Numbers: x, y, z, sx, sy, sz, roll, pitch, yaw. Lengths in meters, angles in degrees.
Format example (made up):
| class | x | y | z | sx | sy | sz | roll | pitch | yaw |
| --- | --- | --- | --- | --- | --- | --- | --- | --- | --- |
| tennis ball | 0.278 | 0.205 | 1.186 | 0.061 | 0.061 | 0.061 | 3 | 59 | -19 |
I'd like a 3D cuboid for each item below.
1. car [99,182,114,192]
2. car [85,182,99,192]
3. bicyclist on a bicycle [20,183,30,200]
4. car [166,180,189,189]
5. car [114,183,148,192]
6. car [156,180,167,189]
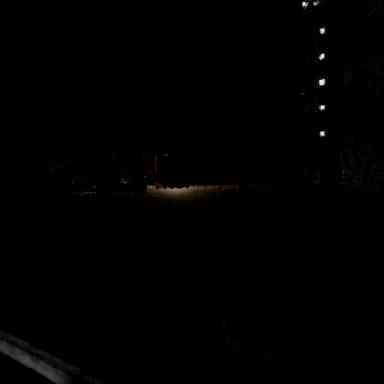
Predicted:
| class | x | y | z | sx | sy | sz | roll | pitch | yaw |
| --- | --- | --- | --- | --- | --- | --- | --- | --- | --- |
| car | -12.043 | -0.750 | 54.170 | 2.033 | 1.411 | 5.357 | 0 | 3 | 30 |
| car | -15.418 | -0.920 | 55.025 | 2.097 | 1.767 | 4.553 | 0 | 3 | 31 |
| bicyclist on a bicycle | -16.366 | -0.021 | 32.601 | 1.656 | 1.620 | 0.582 | 0 | 2 | 33 |
| car | -2.419 | -1.307 | 64.672 | 1.895 | 1.301 | 4.718 | 0 | 3 | 28 |
| car | -9.248 | -0.732 | 52.511 | 2.033 | 1.411 | 5.357 | 0 | 3 | 30 |
| car | -5.306 | -1.569 | 66.162 | 2.097 | 1.767 | 4.553 | 0 | 3 | 28 |
